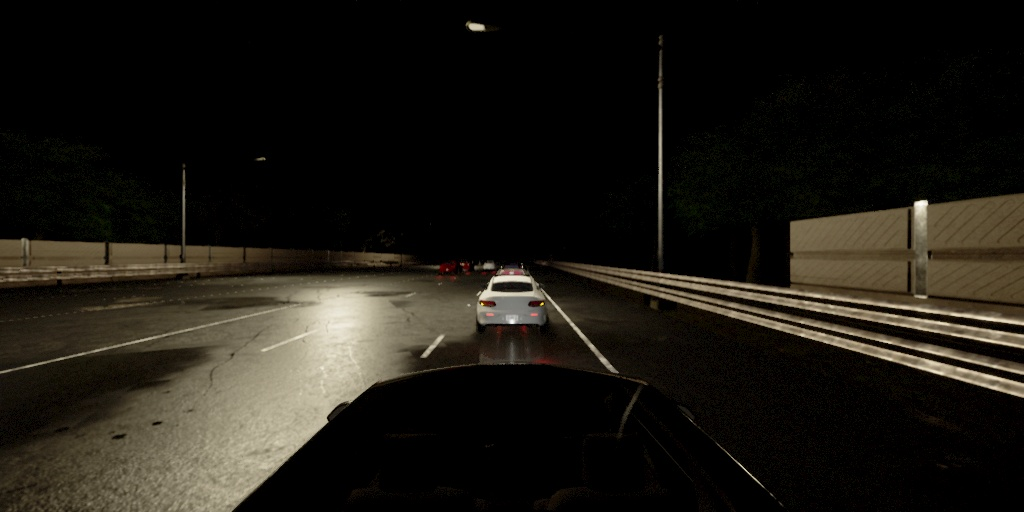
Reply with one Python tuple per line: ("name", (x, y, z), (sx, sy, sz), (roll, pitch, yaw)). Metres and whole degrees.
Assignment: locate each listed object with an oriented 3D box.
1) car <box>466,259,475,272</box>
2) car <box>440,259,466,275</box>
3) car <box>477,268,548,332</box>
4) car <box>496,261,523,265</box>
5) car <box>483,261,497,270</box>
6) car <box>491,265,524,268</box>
("car", (-6.449, 1.213, 49.431), (2.097, 1.767, 4.553), (0, 0, 2))
("car", (-6.731, 1.298, 40.097), (1.882, 1.535, 5.008), (0, 0, 2))
("car", (0.011, 1.271, 10.669), (1.812, 1.442, 4.674), (0, 0, 0))
("car", (0.002, 1.322, 29.474), (1.994, 1.385, 4.181), (0, 0, 1))
("car", (-2.940, 1.368, 49.647), (1.812, 1.442, 4.674), (0, 0, 2))
("car", (0.009, 1.347, 19.550), (1.895, 1.301, 4.718), (0, 0, 0))
